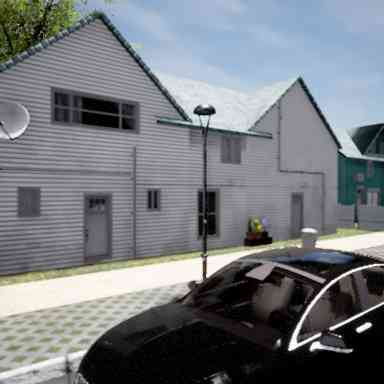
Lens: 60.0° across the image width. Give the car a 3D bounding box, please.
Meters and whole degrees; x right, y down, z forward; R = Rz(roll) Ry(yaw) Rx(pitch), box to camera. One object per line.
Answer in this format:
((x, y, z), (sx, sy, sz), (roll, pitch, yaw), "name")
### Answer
((1.173, 1.504, 3.901), (4.892, 1.490, 1.837), (0, 0, -35), "car")
